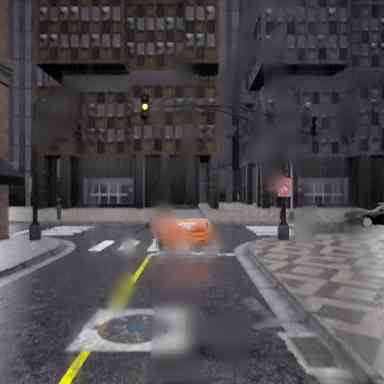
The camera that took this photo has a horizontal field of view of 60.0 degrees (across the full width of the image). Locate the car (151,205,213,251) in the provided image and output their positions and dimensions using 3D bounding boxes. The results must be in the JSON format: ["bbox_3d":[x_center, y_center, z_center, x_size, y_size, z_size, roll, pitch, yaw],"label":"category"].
[{"bbox_3d":[-0.579,1.333,14.392,2.097,1.767,4.553,0,0,-10],"label":"car"}]

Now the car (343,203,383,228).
[{"bbox_3d":[12.370,1.431,21.319,5.008,1.535,1.882,-1,0,1],"label":"car"}]

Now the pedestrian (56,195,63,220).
[{"bbox_3d":[-9.836,1.121,24.600,0.375,1.860,0.375,0,0,1],"label":"pedestrian"}]
